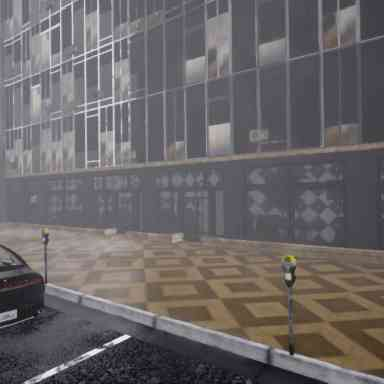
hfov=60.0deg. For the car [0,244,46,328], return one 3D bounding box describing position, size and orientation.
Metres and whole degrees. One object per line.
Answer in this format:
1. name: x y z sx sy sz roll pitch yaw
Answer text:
1. car: -4.424 1.553 6.062 4.403 1.369 2.008 0 -1 36
